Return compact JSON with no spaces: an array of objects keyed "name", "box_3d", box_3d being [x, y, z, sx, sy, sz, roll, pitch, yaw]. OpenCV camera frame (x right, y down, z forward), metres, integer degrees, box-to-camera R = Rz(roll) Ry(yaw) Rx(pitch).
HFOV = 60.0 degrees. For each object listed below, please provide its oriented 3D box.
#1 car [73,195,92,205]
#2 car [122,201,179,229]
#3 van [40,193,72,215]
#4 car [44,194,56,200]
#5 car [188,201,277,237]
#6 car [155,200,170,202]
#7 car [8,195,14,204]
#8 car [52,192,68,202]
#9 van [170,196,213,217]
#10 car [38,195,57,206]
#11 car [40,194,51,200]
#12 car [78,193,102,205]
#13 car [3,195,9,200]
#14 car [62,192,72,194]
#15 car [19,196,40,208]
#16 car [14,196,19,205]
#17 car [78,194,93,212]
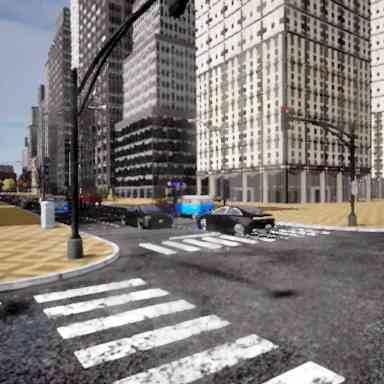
[{"name":"car","box_3d":[-18.176,1.300,54.921,1.887,1.381,4.507,0,0,-33]},{"name":"car","box_3d":[-2.903,1.500,21.096,1.994,1.385,4.181,-1,1,-33]},{"name":"van","box_3d":[-13.023,1.253,31.798,1.690,1.788,3.998,0,0,-33]},{"name":"car","box_3d":[-33.375,1.206,78.075,2.008,1.369,4.403,0,0,-33]},{"name":"car","box_3d":[2.225,1.436,17.765,2.128,1.511,4.902,-3,1,-35]},{"name":"car","box_3d":[-2.959,1.396,31.783,1.887,1.381,4.507,0,0,-33]},{"name":"car","box_3d":[-31.261,1.376,59.584,1.802,1.307,4.206,0,0,-33]},{"name":"car","box_3d":[-27.296,1.010,68.812,2.192,1.841,5.009,0,0,-33]},{"name":"van","box_3d":[0.155,1.211,27.202,1.690,1.788,3.998,0,0,-33]},{"name":"car","box_3d":[-21.891,1.258,50.203,1.812,1.442,4.674,-1,1,-33]},{"name":"car","box_3d":[-36.508,1.160,82.847,1.752,1.417,4.829,0,0,-33]},{"name":"car","box_3d":[-15.137,1.090,50.289,2.192,1.841,5.009,0,0,-33]},{"name":"car","box_3d":[-43.420,1.296,78.107,1.802,1.307,4.206,0,0,-33]},{"name":"car","box_3d":[-21.217,1.050,59.551,2.192,1.841,5.009,0,0,-33]},{"name":"car","box_3d":[-22.142,1.420,45.691,1.947,1.339,4.313,0,0,-33]},{"name":"car","box_3d":[-25.181,1.385,50.321,2.008,1.369,4.403,0,0,-33]},{"name":"car","box_3d":[-12.710,1.353,36.046,1.882,1.535,5.008,-1,1,-33]}]
